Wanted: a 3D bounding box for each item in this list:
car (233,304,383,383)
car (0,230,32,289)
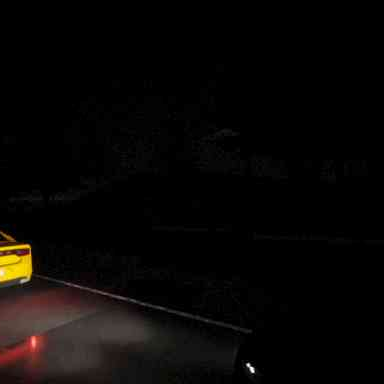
[{"bbox_3d":[2.615,1.491,2.156,4.902,1.511,2.128,0,0,35],"label":"car"},{"bbox_3d":[-5.888,1.468,8.038,5.008,1.535,1.882,0,0,35],"label":"car"}]
